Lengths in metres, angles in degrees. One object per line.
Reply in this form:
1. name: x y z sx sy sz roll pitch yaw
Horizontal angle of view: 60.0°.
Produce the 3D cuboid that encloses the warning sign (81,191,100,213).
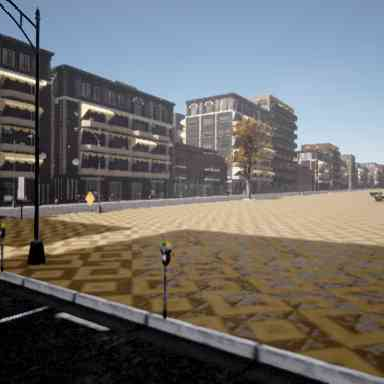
1. warning sign: -8.813 0.848 28.884 1.300 1.860 1.060 -1 0 35
